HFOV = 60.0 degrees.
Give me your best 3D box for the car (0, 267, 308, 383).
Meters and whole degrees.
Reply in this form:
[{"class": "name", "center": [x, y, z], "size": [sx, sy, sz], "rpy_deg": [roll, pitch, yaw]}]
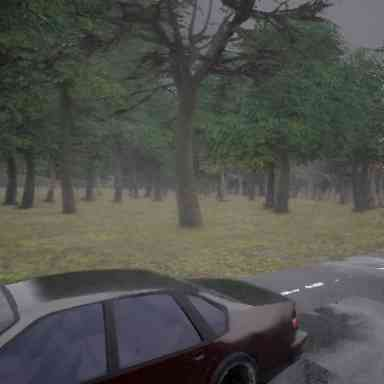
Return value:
[{"class": "car", "center": [-1.169, 1.552, 3.159], "size": [5.357, 1.411, 2.033], "rpy_deg": [0, 0, -35]}]
